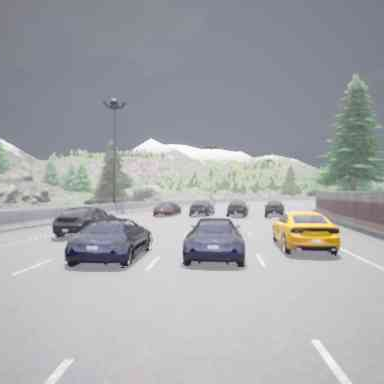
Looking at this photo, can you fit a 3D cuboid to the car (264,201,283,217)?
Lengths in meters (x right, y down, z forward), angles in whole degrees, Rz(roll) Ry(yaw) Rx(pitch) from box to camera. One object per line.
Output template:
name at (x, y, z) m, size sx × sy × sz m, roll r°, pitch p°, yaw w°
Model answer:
car at (8.258, 1.646, 33.168) m, size 1.837 × 1.490 × 4.892 m, roll 0°, pitch 0°, yaw 15°

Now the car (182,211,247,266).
car at (0.816, 1.608, 11.835) m, size 1.994 × 1.385 × 4.181 m, roll 0°, pitch 0°, yaw 5°

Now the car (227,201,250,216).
car at (4.655, 1.636, 33.247) m, size 1.837 × 1.490 × 4.892 m, roll 0°, pitch 0°, yaw 14°

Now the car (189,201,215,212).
car at (1.065, 1.626, 33.327) m, size 1.837 × 1.490 × 4.892 m, roll 0°, pitch 0°, yaw 14°

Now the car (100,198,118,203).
car at (-13.367, 1.726, 57.271) m, size 1.994 × 1.385 × 4.181 m, roll 0°, pitch 0°, yaw 22°

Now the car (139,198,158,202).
car at (-6.522, 1.702, 55.617) m, size 1.812 × 1.442 × 4.674 m, roll 0°, pitch 0°, yaw 22°

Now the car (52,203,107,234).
car at (-5.540, 1.551, 17.759) m, size 1.837 × 1.490 × 4.892 m, roll 0°, pitch 0°, yaw 8°

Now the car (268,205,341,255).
car at (4.531, 1.540, 13.797) m, size 1.882 × 1.535 × 5.008 m, roll 0°, pitch 0°, yaw 6°

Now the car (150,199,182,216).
car at (-2.420, 1.676, 33.780) m, size 1.994 × 1.385 × 4.181 m, roll 0°, pitch 0°, yaw 14°

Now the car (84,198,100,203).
car at (-16.692, 1.704, 58.458) m, size 2.033 × 1.411 × 5.357 m, roll 0°, pitch 0°, yaw 22°

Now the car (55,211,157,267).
car at (-2.717, 1.597, 11.630) m, size 1.994 × 1.385 × 4.181 m, roll 0°, pitch 0°, yaw 5°

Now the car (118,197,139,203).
car at (-9.952, 1.674, 56.404) m, size 1.837 × 1.490 × 4.892 m, roll 0°, pitch 0°, yaw 22°
